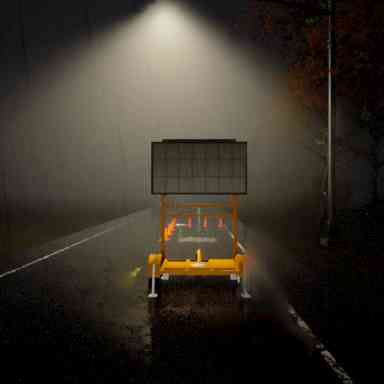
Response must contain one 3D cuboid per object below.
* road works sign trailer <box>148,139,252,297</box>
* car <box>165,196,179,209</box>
[{"bbox_3d":[0.181,0.462,8.519,2.380,3.560,2.880,0,0,1],"label":"road works sign trailer"},{"bbox_3d":[-2.849,1.332,44.534,2.097,1.767,4.553,0,0,1],"label":"car"}]
